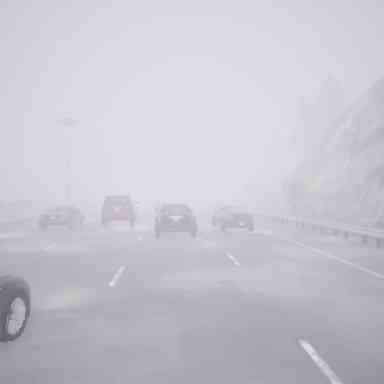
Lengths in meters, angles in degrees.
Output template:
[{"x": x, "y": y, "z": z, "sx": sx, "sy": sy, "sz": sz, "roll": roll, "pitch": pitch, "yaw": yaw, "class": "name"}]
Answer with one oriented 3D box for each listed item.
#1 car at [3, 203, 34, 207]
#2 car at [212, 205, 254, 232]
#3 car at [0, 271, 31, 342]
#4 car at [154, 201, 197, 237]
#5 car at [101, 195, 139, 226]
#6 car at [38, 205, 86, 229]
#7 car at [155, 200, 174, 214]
[{"x": -21.581, "y": 1.577, "z": 41.989, "sx": 2.033, "sy": 1.411, "sz": 5.357, "roll": 0, "pitch": 0, "yaw": -7, "class": "car"}, {"x": 2.391, "y": 1.514, "z": 19.903, "sx": 1.812, "sy": 1.442, "sz": 4.674, "roll": 0, "pitch": 0, "yaw": -6, "class": "car"}, {"x": -3.538, "y": 1.511, "z": 3.571, "sx": 1.837, "sy": 1.490, "sz": 4.892, "roll": 0, "pitch": 0, "yaw": -1, "class": "car"}, {"x": -0.975, "y": 1.348, "z": 18.294, "sx": 2.097, "sy": 1.767, "sz": 4.553, "roll": 0, "pitch": 0, "yaw": -6, "class": "car"}, {"x": -5.040, "y": 1.224, "z": 23.591, "sx": 2.150, "sy": 2.045, "sz": 5.566, "roll": 0, "pitch": 0, "yaw": -7, "class": "car"}, {"x": -8.330, "y": 1.557, "z": 21.702, "sx": 2.033, "sy": 1.411, "sz": 5.357, "roll": 0, "pitch": 0, "yaw": -7, "class": "car"}, {"x": -3.138, "y": 1.595, "z": 36.969, "sx": 1.895, "sy": 1.301, "sz": 4.718, "roll": 0, "pitch": 0, "yaw": -7, "class": "car"}]
